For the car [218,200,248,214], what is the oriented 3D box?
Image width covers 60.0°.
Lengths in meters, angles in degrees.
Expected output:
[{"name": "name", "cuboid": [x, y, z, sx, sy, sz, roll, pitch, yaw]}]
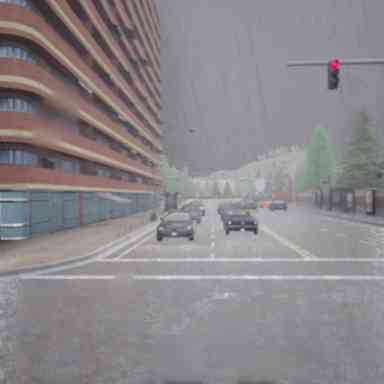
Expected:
[{"name": "car", "cuboid": [3.571, 1.808, 30.683, 2.128, 1.511, 4.902, -1, -1, 4]}]

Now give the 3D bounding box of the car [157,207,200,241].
[{"name": "car", "cuboid": [-0.699, 1.757, 18.178, 1.812, 1.442, 4.674, -1, -1, 4]}]

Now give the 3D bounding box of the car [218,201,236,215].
[{"name": "car", "cuboid": [4.230, 1.906, 41.021, 1.882, 1.535, 5.008, -1, -1, 3]}]

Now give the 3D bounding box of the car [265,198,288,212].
[{"name": "car", "cuboid": [11.700, 1.850, 45.508, 1.882, 1.535, 5.008, -1, -1, 4]}]

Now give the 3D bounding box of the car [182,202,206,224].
[{"name": "car", "cuboid": [-0.140, 1.823, 27.415, 2.128, 1.511, 4.902, -1, -1, 4]}]

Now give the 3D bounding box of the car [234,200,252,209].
[{"name": "car", "cuboid": [8.863, 2.107, 57.859, 2.033, 1.411, 5.357, -1, -1, -3]}]

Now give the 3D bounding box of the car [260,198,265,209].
[{"name": "car", "cuboid": [12.255, 1.825, 54.712, 2.097, 1.767, 4.553, -1, -1, 4]}]

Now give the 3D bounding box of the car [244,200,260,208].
[{"name": "car", "cuboid": [8.322, 1.959, 48.281, 1.837, 1.490, 4.892, -1, -1, 4]}]

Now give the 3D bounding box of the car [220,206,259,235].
[{"name": "car", "cuboid": [2.942, 1.807, 20.569, 1.895, 1.301, 4.718, -1, -1, 4]}]
